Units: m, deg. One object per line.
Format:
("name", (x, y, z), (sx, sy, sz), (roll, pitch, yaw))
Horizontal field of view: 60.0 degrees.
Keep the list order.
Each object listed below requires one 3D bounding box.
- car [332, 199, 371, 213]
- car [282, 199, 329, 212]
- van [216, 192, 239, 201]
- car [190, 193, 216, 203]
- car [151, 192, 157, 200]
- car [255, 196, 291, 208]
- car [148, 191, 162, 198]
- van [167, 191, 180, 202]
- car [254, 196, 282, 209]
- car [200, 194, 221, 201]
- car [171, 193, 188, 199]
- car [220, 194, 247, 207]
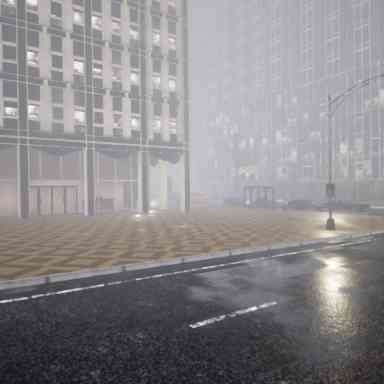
("car", (16.374, 1.440, 35.463), (1.895, 1.301, 4.718), (-1, 1, -34))
("car", (12.489, 1.422, 36.348), (1.947, 1.339, 4.313), (-1, 1, -34))
("van", (6.719, 0.853, 59.922), (1.690, 1.788, 3.998), (-1, 1, -34))
("car", (1.403, 0.947, 57.487), (2.097, 1.767, 4.553), (-1, 1, -34))
("car", (-9.808, 1.038, 69.298), (2.008, 1.369, 4.403), (0, 1, -34))
("car", (10.625, 1.272, 43.899), (1.812, 1.442, 4.674), (-1, 1, -34))
("car", (-9.284, 0.684, 83.407), (1.967, 1.590, 4.097), (0, 1, -34))
("van", (-3.406, 0.935, 59.902), (1.690, 1.788, 3.998), (0, 1, -34))
("car", (9.302, 1.386, 41.057), (1.802, 1.307, 4.206), (-1, 1, -34))
("car", (3.519, 1.041, 64.622), (1.802, 1.307, 4.206), (-1, 1, -34))
("car", (-2.882, 0.934, 74.016), (1.802, 1.307, 4.206), (0, 1, -34))
("car", (6.150, 1.318, 45.786), (1.947, 1.339, 4.313), (-1, 1, -34))
